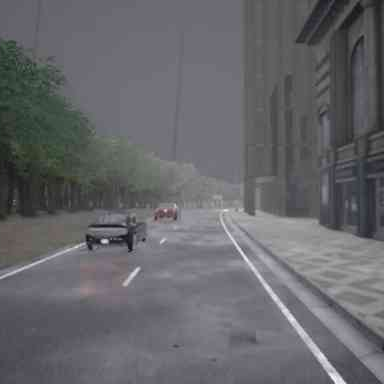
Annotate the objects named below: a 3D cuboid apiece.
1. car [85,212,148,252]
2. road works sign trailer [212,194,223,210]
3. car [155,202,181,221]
[{"bbox_3d":[-3.137,1.631,14.643,2.128,1.511,4.902,0,-1,2],"label":"car"},{"bbox_3d":[5.580,2.238,72.715,2.380,3.560,2.880,0,-3,3],"label":"road works sign trailer"},{"bbox_3d":[-2.270,1.786,32.321,2.097,1.767,4.553,0,-1,4],"label":"car"}]
